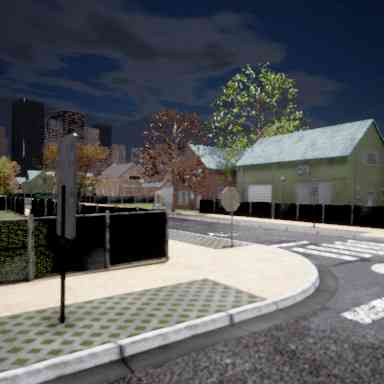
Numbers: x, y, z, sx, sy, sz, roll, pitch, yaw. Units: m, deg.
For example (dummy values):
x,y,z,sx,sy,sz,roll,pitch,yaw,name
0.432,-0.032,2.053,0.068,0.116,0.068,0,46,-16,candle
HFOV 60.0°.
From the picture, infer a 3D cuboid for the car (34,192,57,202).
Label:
x,y,z,sx,sy,sz,roll,pitch,yaw,name
-20.236,0.992,45.896,2.150,2.045,5.566,1,0,-37,car
